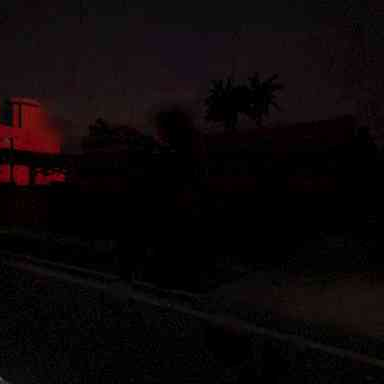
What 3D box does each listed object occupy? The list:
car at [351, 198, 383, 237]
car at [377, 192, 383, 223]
[{"bbox_3d":[8.804,1.114,15.140,2.152,1.636,5.027,1,0,36],"label":"car"},{"bbox_3d":[13.286,0.908,21.363,1.932,1.855,4.605,1,0,36],"label":"car"}]
